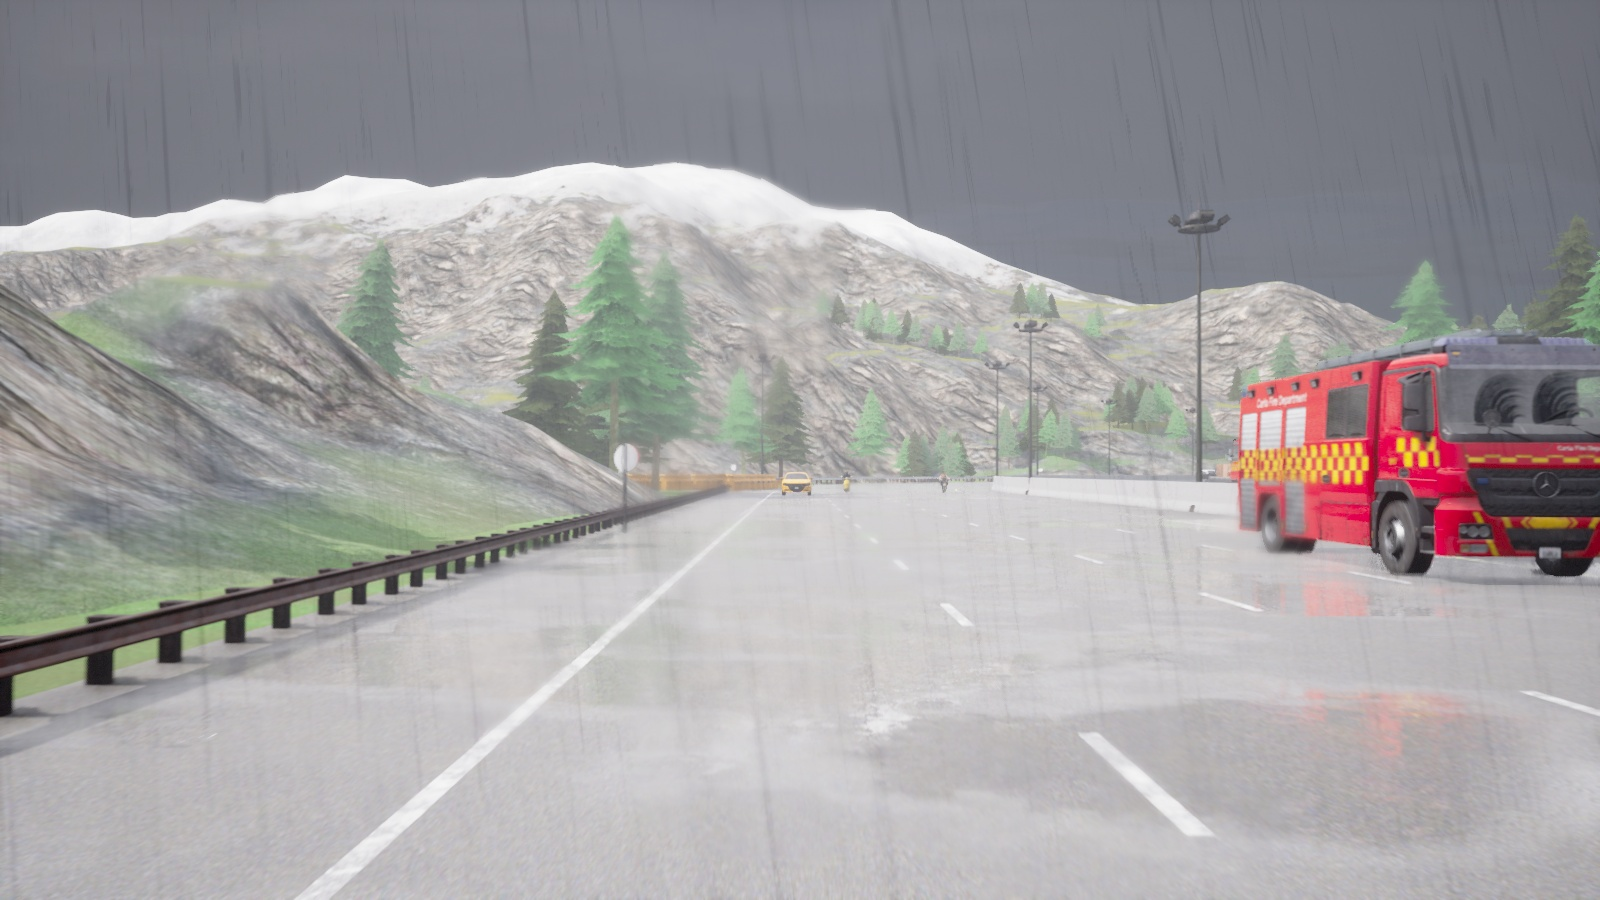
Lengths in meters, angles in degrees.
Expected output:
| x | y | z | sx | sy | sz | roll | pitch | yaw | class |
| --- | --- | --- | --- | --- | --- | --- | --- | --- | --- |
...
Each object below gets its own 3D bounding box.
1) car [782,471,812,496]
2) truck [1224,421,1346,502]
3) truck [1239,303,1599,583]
| x | y | z | sx | sy | sz | roll | pitch | yaw | class |
| --- | --- | --- | --- | --- | --- | --- | --- | --- | --- |
| -0.196 | 2.145 | 80.775 | 1.882 | 1.535 | 5.008 | 0 | -1 | 0 | car |
| 24.342 | 0.616 | 63.566 | 2.891 | 3.827 | 8.468 | 0 | -1 | 0 | truck |
| 10.444 | -0.033 | 21.413 | 2.891 | 3.827 | 8.468 | 0 | -1 | 0 | truck |
